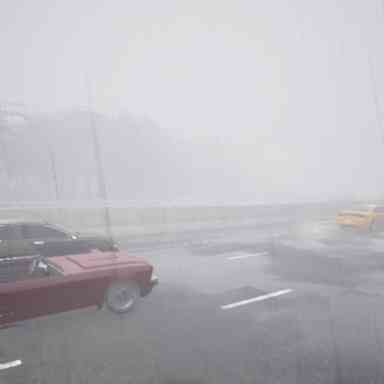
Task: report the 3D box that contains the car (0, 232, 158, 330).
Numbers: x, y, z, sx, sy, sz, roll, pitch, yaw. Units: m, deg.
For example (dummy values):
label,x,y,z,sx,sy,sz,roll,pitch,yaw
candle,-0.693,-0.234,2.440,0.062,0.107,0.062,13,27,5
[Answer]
label,x,y,z,sx,sy,sz,roll,pitch,yaw
car,-3.009,1.601,5.896,4.718,1.301,1.895,0,0,-35

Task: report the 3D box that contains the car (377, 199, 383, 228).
label,x,y,z,sx,sy,sz,roll,pitch,yaw
car,11.277,1.361,16.066,4.553,1.767,2.097,0,0,-35

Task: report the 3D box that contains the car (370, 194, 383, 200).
label,x,y,z,sx,sy,sz,roll,pitch,yaw
car,26.656,1.242,44.526,5.566,2.045,2.150,0,0,-35

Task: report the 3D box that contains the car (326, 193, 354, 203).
label,x,y,z,sx,sy,sz,roll,pitch,yaw
car,22.513,1.241,50.157,5.566,2.045,2.150,0,0,-35

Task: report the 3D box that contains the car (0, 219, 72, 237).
label,x,y,z,sx,sy,sz,roll,pitch,yaw
car,-4.449,1.505,9.166,4.892,1.490,1.837,0,0,-35

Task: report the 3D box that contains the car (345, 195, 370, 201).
label,x,y,z,sx,sy,sz,roll,pitch,yaw
car,24.654,1.567,47.392,5.357,1.411,2.033,0,0,-35

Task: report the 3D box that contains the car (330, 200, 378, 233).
label,x,y,z,sx,sy,sz,roll,pitch,yaw
car,10.721,1.487,19.967,5.008,1.535,1.882,0,0,-35
